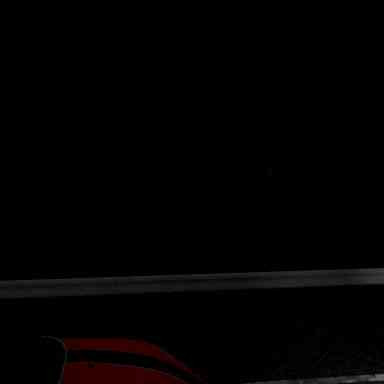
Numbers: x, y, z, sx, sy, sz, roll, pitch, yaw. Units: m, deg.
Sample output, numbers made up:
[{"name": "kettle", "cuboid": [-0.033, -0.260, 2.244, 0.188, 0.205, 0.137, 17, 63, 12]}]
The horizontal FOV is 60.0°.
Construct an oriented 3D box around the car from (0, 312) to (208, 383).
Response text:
[{"name": "car", "cuboid": [-1.885, 1.352, 1.629, 4.553, 1.767, 2.097, 0, 0, -6]}]
